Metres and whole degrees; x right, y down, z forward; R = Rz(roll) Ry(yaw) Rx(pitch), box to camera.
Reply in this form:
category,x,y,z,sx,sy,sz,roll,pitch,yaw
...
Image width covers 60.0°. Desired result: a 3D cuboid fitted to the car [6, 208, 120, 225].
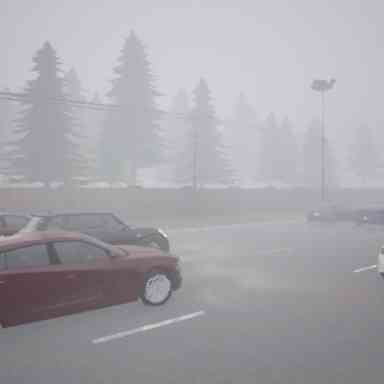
category,x,y,z,sx,sy,sz,roll,pitch,yaw
car,-2.930,1.339,10.253,4.553,1.767,2.097,0,0,-35

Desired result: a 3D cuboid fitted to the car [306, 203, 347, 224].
category,x,y,z,sx,sy,sz,roll,pitch,yaw
car,10.131,1.479,23.859,4.181,1.385,1.994,0,0,-35

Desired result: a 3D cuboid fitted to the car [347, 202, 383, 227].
category,x,y,z,sx,sy,sz,roll,pitch,yaw
car,12.261,1.392,21.078,5.008,1.535,1.882,0,0,-35

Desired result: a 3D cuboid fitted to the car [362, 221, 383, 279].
category,x,y,z,sx,sy,sz,roll,pitch,yaw
car,6.443,1.487,8.336,4.674,1.442,1.812,0,0,-35

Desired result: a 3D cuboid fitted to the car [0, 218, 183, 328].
category,x,y,z,sx,sy,sz,roll,pitch,yaw
car,-2.502,1.472,6.262,5.008,1.535,1.882,0,0,-35

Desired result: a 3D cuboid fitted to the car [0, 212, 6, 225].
category,x,y,z,sx,sy,sz,roll,pitch,yaw
car,-6.524,1.472,11.990,5.008,1.535,1.882,0,0,-35
